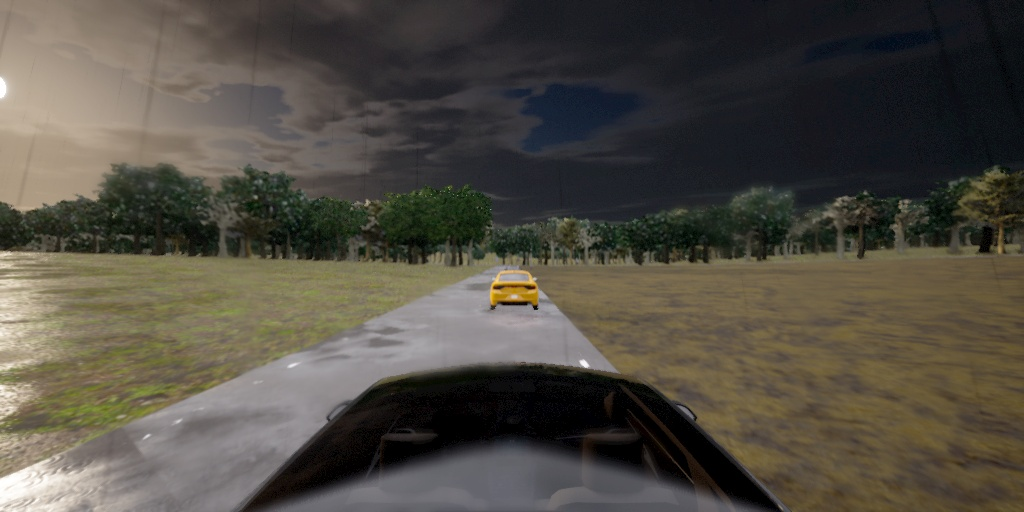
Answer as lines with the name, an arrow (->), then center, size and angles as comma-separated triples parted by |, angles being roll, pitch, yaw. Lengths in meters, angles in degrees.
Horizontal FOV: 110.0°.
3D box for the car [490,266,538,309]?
car -> 0.095, 1.373, 15.772 | 1.882, 1.535, 5.008 | 0, 0, 0
